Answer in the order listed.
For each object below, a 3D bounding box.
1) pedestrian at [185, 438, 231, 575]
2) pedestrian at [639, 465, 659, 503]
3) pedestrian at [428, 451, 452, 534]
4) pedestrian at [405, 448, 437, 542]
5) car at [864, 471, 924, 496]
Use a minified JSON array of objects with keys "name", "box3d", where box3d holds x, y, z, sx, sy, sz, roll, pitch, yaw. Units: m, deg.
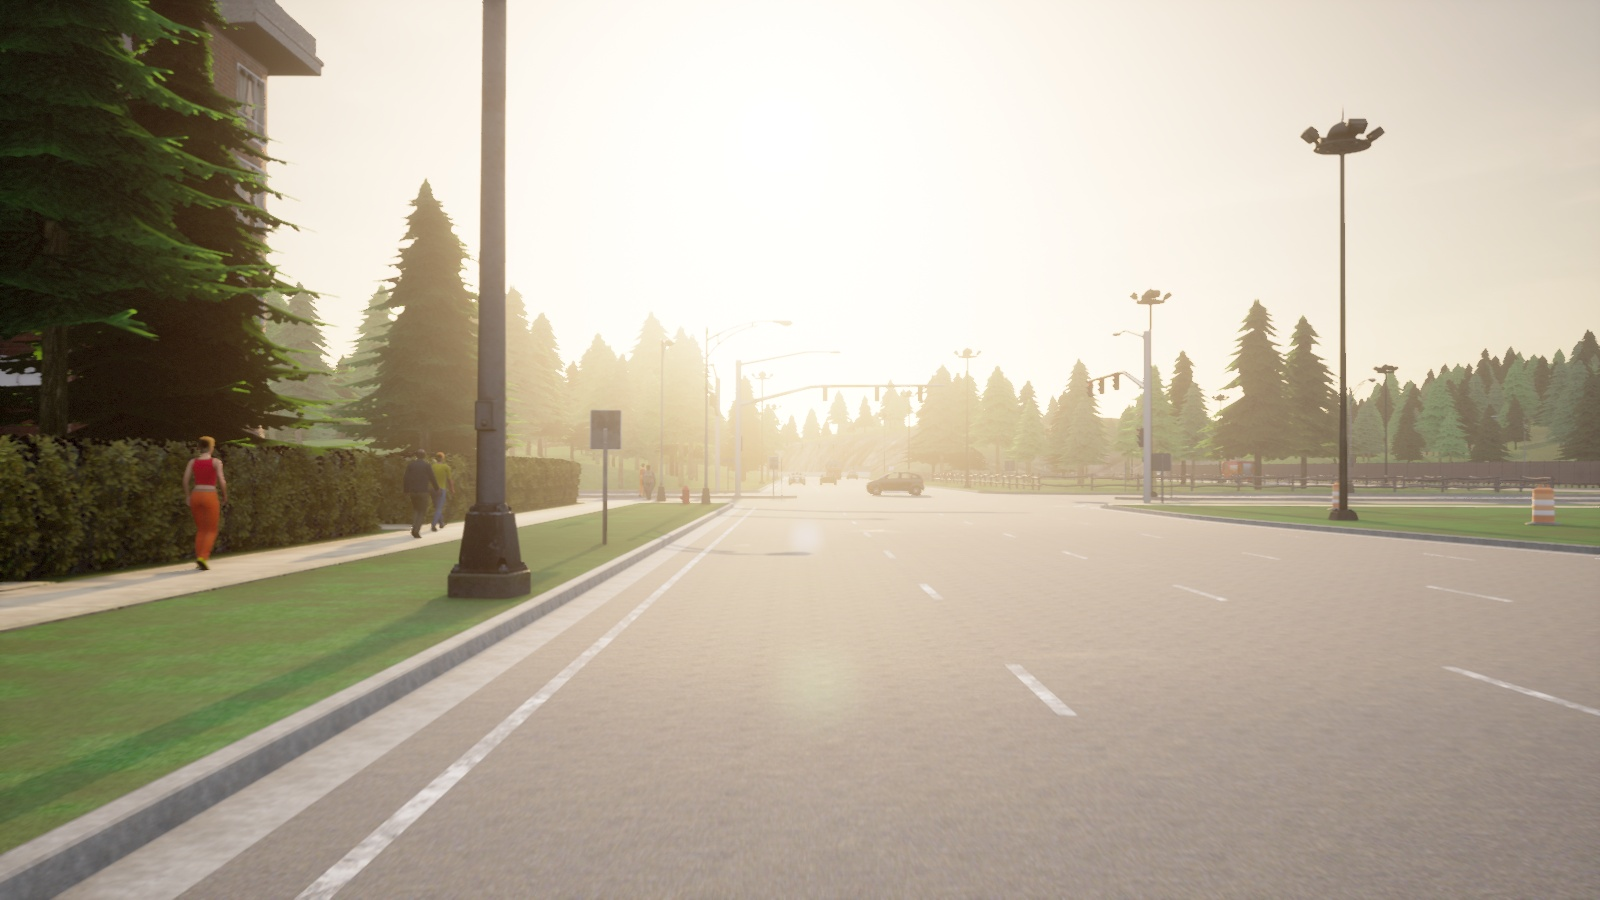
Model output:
[{"name":"pedestrian","box3d":[-8.119,0.765,17.236,0.345,1.836,0.594,0,-1,0]},{"name":"pedestrian","box3d":[-7.356,1.658,61.222,0.874,1.855,0.900,0,-1,0]},{"name":"pedestrian","box3d":[-8.121,0.950,28.343,0.354,1.836,0.706,0,-1,0]},{"name":"pedestrian","box3d":[-7.608,0.896,25.206,0.402,1.842,0.726,0,-1,2]},{"name":"car","box3d":[6.000,2.111,80.136,3.705,1.549,1.789,0,-1,0]}]
